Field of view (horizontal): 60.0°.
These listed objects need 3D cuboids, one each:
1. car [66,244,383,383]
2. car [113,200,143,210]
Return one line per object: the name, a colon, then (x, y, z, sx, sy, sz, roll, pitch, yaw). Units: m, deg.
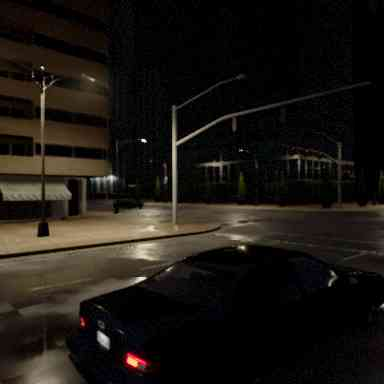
car: (1.018, 1.536, 5.004, 5.357, 1.411, 2.033, 0, 0, -40)
car: (-8.408, 1.635, 43.831, 1.895, 1.301, 4.718, 0, 0, -43)
